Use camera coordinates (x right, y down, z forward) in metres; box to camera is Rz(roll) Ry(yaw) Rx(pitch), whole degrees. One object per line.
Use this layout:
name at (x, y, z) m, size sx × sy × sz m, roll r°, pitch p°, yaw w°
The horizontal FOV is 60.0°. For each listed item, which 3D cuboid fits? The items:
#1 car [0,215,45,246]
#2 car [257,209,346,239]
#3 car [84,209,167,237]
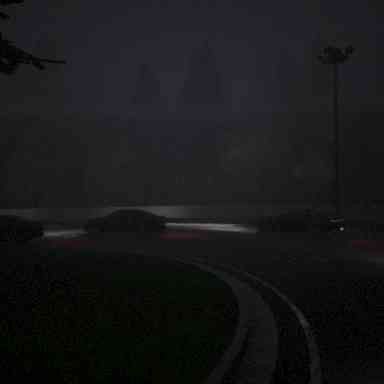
car at (-9.604, 1.829, 15.947) m, size 4.674 × 1.442 × 1.812 m, roll 0°, pitch -2°, yaw -17°
car at (5.877, 1.677, 18.459) m, size 2.128 × 1.511 × 4.902 m, roll 1°, pitch -1°, yaw -42°
car at (-3.998, 1.778, 19.923) m, size 5.008 × 1.535 × 1.882 m, roll -1°, pitch -2°, yaw 12°
